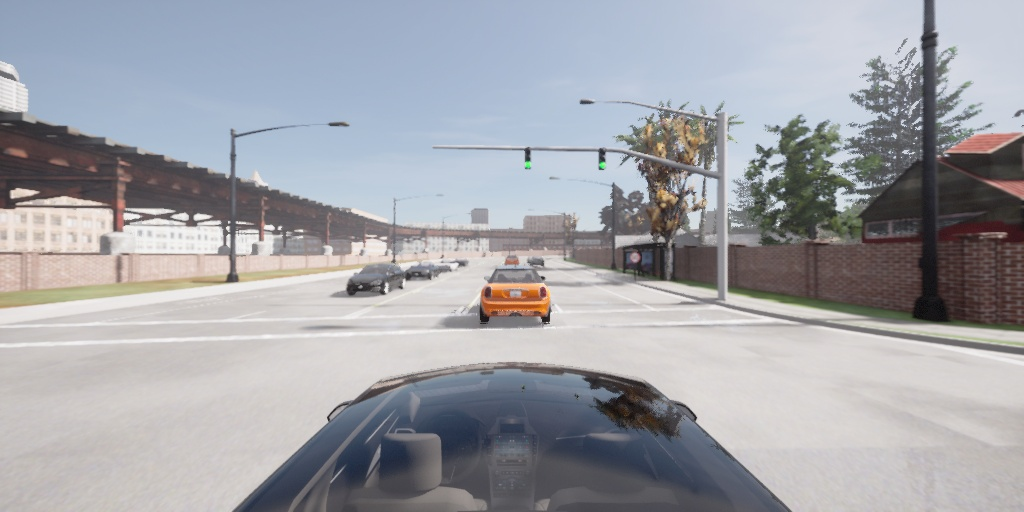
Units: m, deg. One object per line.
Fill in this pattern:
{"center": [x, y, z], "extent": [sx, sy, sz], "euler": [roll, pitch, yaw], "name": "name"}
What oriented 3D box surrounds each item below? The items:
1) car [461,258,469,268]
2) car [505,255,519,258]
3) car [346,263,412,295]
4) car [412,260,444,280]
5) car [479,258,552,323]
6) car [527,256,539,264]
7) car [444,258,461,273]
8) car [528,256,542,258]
{"center": [-7.007, 0.874, 48.870], "extent": [1.895, 1.301, 4.718], "euler": [0, 1, 0], "name": "car"}
{"center": [-0.007, 0.601, 50.534], "extent": [2.097, 1.767, 4.553], "euler": [0, 1, 0], "name": "car"}
{"center": [-7.091, 1.179, 19.209], "extent": [1.837, 1.490, 4.892], "euler": [0, 1, 0], "name": "car"}
{"center": [-7.033, 1.151, 28.556], "extent": [1.994, 1.385, 4.181], "euler": [0, 1, 1], "name": "car"}
{"center": [0.100, 1.082, 12.215], "extent": [2.097, 1.767, 4.553], "euler": [0, 0, 0], "name": "car"}
{"center": [3.491, 0.675, 60.368], "extent": [1.895, 1.301, 4.718], "euler": [0, 1, 0], "name": "car"}
{"center": [-7.005, 1.053, 38.521], "extent": [1.895, 1.301, 4.718], "euler": [0, 1, 0], "name": "car"}
{"center": [3.493, 0.754, 49.968], "extent": [2.128, 1.511, 4.902], "euler": [0, 1, 0], "name": "car"}
